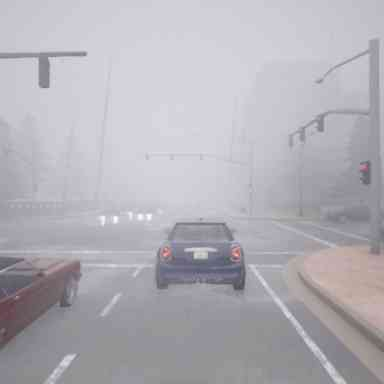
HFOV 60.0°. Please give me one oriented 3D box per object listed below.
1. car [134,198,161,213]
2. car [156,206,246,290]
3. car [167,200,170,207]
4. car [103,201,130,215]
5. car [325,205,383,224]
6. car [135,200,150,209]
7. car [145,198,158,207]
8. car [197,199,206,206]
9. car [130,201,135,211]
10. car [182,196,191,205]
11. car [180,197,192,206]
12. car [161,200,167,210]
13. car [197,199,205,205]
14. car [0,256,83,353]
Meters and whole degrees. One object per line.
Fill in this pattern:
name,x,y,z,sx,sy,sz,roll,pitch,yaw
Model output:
car,-5.755,1.974,43.707,2.128,1.511,4.902,0,-1,1
car,0.229,1.459,9.550,2.097,1.767,4.553,0,-1,1
car,-5.237,2.179,63.373,1.882,1.535,5.008,0,-1,2
car,-9.333,2.044,40.387,1.895,1.301,4.718,0,-1,1
car,13.673,1.822,27.708,4.892,1.490,1.837,0,-1,3
car,-8.849,2.164,59.787,1.837,1.490,4.892,0,-1,2
car,-8.549,2.127,69.948,2.097,1.767,4.553,0,-1,1
car,1.993,2.346,71.643,1.994,1.385,4.181,0,-1,1
car,-9.111,2.038,49.697,2.128,1.511,4.902,0,-1,1
car,-1.304,2.116,80.466,2.150,2.045,5.566,0,-1,1
car,-1.529,2.304,70.728,1.812,1.442,4.674,0,-1,1
car,-5.528,2.064,53.071,1.882,1.535,5.008,0,-1,1
car,2.195,2.369,80.352,1.882,1.535,5.008,0,-1,1
car,-3.338,1.658,5.186,1.895,1.301,4.718,0,-1,1
